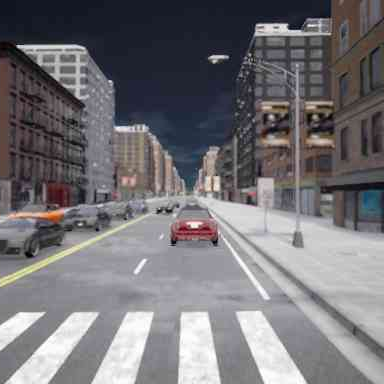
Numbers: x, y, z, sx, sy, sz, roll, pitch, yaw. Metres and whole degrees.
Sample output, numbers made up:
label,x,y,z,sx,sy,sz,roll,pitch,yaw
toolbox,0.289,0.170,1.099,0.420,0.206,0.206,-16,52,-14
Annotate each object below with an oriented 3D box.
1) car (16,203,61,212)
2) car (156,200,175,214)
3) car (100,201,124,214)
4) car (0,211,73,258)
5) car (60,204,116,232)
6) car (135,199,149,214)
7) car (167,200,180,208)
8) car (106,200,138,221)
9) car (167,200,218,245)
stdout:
label,x,y,z,sx,sy,sz,roll,pitch,yaw
car,-9.829,1.520,21.141,2.097,1.767,4.553,0,0,0
car,-3.138,1.914,39.589,1.895,1.301,4.718,0,0,0
car,-9.737,1.848,40.890,1.812,1.442,4.674,0,0,0
car,-6.591,1.669,13.159,1.994,1.385,4.181,0,0,0
car,-6.575,1.736,21.557,1.994,1.385,4.181,0,0,0
car,-6.487,1.672,40.504,2.097,1.767,4.553,0,0,0
car,-3.141,2.015,57.106,1.994,1.385,4.181,0,0,0
car,-6.521,1.745,30.355,1.837,1.490,4.892,0,0,1
car,0.105,1.484,16.311,2.097,1.767,4.553,0,0,0
